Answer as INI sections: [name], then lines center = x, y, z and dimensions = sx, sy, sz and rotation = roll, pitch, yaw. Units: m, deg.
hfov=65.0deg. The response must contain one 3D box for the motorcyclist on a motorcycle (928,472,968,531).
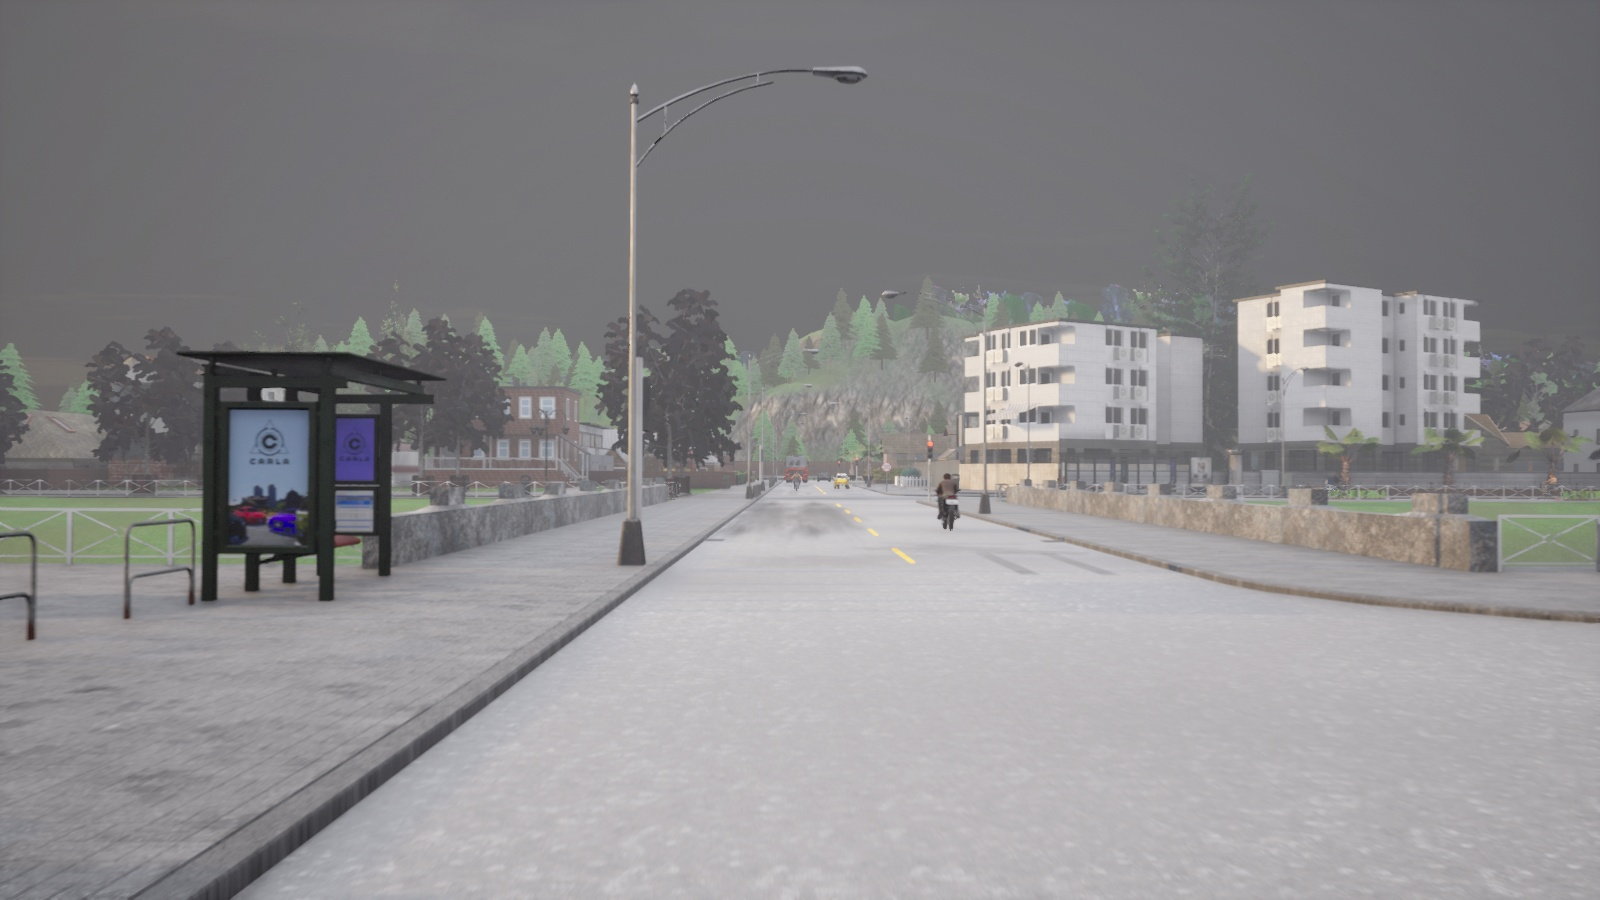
[motorcyclist on a motorcycle]
center = 3.915, 1.340, 33.392
dimensions = 0.797, 1.523, 2.044
rotation = 0, -1, 0
